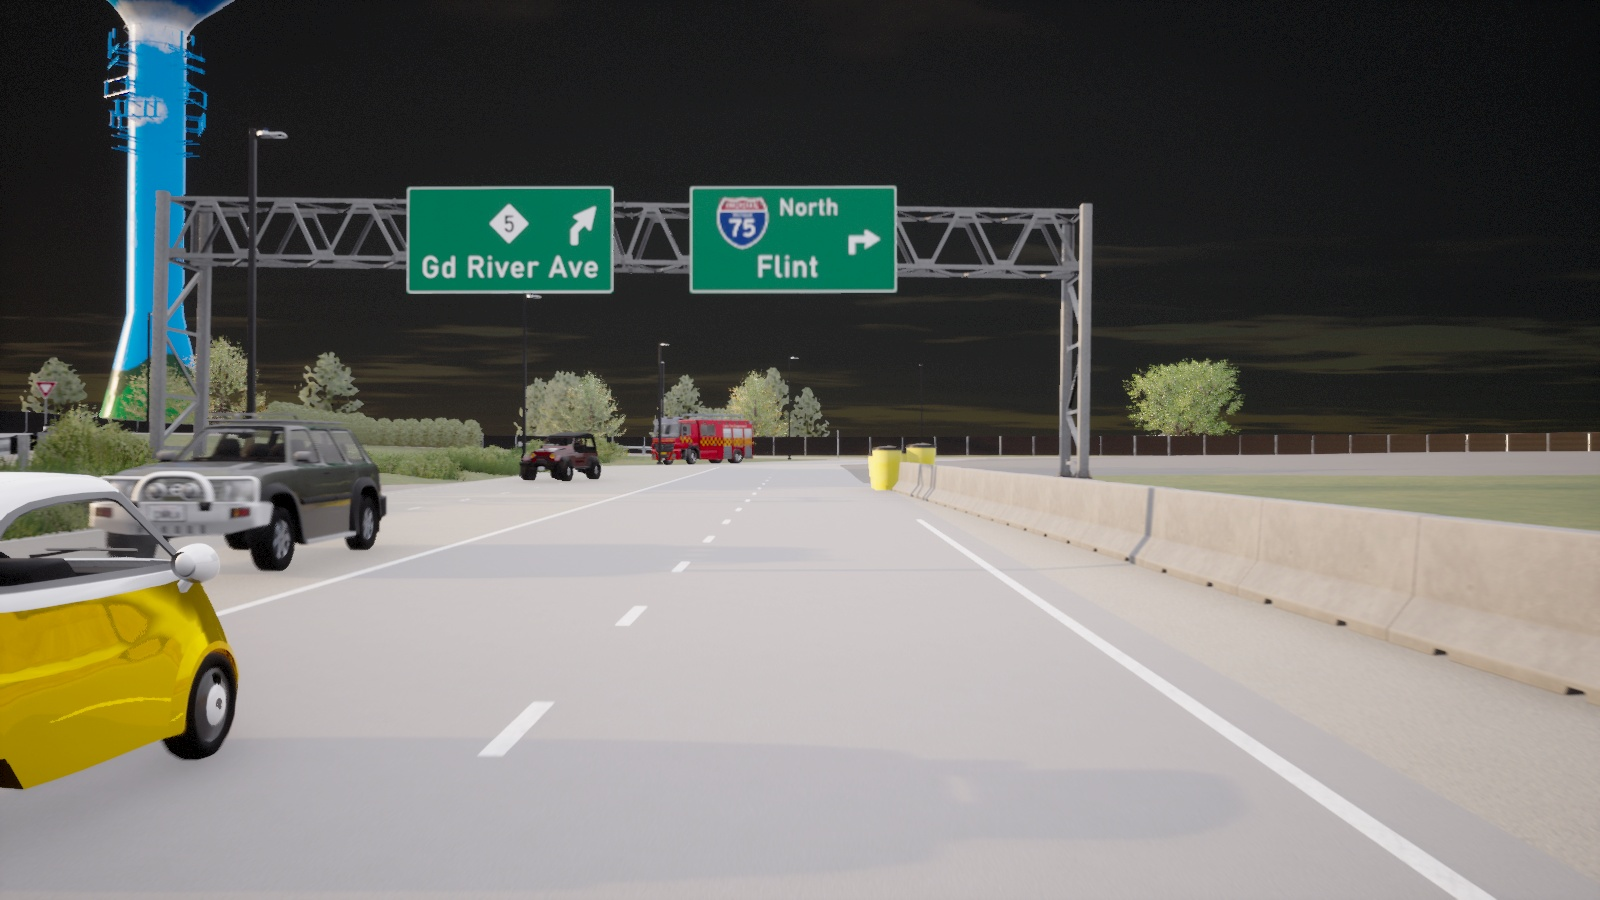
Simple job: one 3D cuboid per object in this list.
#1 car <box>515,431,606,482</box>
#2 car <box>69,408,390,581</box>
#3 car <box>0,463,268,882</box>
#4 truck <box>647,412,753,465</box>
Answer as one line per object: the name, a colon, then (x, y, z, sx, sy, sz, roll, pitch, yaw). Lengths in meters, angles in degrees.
car: (-9.291, 0.231, 49.010, 1.905, 1.878, 3.866, 0, 0, 17)
car: (-6.892, 0.464, 15.819, 1.932, 1.855, 4.605, 0, 0, 0)
car: (-3.455, 0.769, 5.284, 1.481, 1.376, 2.207, 0, 1, 0)
truck: (-7.463, -0.807, 94.755, 2.891, 3.827, 8.468, 0, 0, 39)
